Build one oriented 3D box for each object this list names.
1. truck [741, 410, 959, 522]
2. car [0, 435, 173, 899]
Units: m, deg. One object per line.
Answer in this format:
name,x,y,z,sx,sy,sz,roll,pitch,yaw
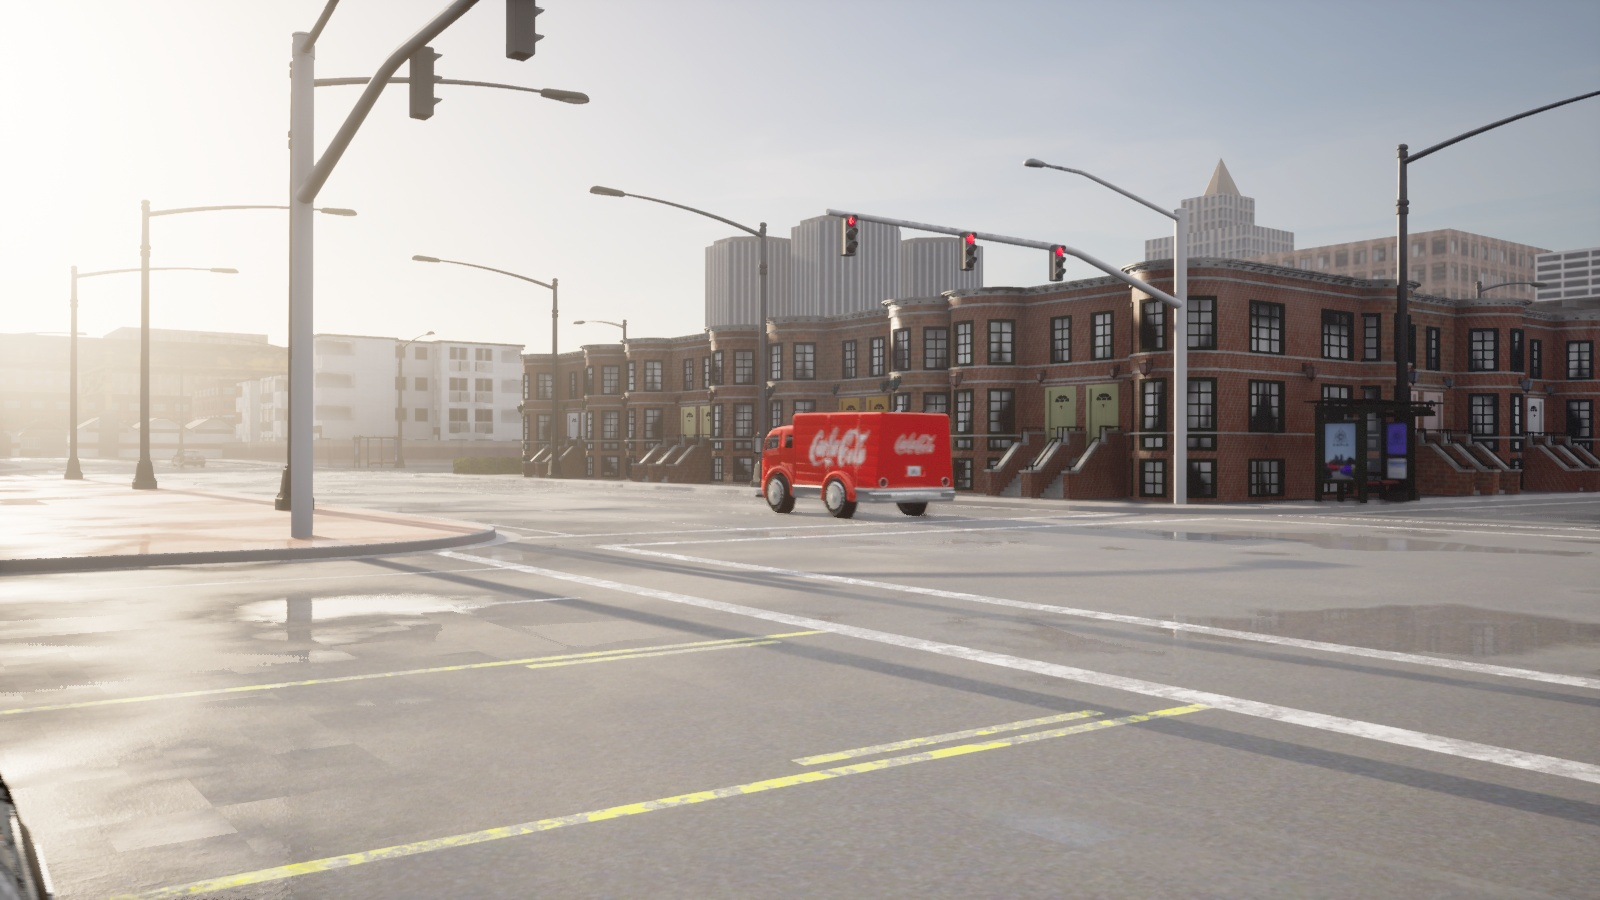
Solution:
truck,1.093,0.336,30.363,2.627,2.467,5.204,0,0,-35
car,-3.056,0.721,1.588,3.806,1.475,1.970,0,0,-35
